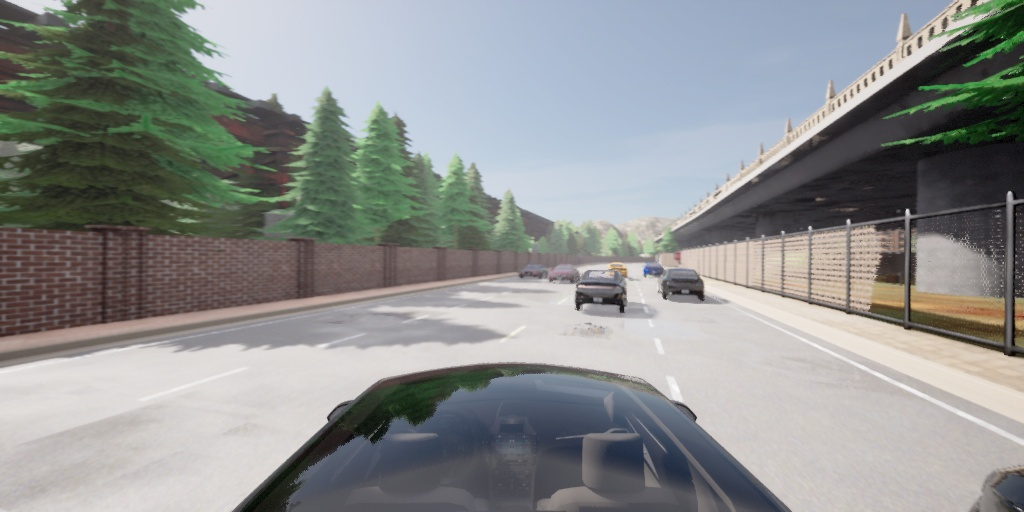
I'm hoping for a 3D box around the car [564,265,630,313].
[{"bbox_3d":[3.712,1.308,14.667,2.128,1.511,4.902,1,0,18],"label":"car"}]

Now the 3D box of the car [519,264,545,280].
[{"bbox_3d":[2.039,1.389,32.946,1.994,1.385,4.181,1,0,18],"label":"car"}]

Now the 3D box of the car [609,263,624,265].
[{"bbox_3d":[10.168,1.404,34.706,1.882,1.535,5.008,1,0,18],"label":"car"}]

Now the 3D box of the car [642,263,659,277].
[{"bbox_3d":[15.019,1.469,38.351,1.882,1.535,5.008,1,0,18],"label":"car"}]

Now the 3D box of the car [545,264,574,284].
[{"bbox_3d":[4.164,1.369,28.173,1.812,1.442,4.674,1,0,18],"label":"car"}]

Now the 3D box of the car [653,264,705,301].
[{"bbox_3d":[8.700,1.388,18.741,1.837,1.490,4.892,1,0,18],"label":"car"}]
